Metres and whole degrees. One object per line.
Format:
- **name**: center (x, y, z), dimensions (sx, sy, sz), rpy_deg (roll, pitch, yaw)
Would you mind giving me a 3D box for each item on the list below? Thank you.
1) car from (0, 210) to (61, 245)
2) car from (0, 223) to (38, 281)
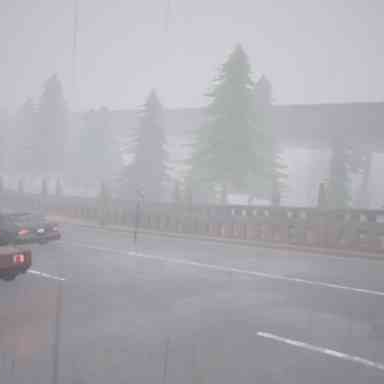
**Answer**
- **car**: center (-7.624, 1.442, 13.733), dimensions (5.357, 1.411, 2.033), rpy_deg (1, 0, 36)
- **car**: center (-6.126, 1.532, 8.364), dimensions (4.718, 1.301, 1.895), rpy_deg (0, 0, 36)
